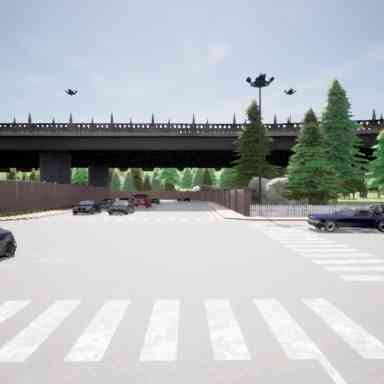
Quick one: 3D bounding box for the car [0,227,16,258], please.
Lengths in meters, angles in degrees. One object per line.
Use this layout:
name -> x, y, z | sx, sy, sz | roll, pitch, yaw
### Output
car -> -7.096, 1.555, 9.862 | 1.994, 1.385, 4.181 | 0, 0, 0

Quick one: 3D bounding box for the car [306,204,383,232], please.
car -> 9.050, 1.545, 18.893 | 4.718, 1.301, 1.895 | 0, 0, 1

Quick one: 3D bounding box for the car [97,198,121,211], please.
car -> -10.551, 1.526, 42.601 | 1.812, 1.442, 4.674 | 0, 0, 0

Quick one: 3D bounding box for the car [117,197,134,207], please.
car -> -10.549, 1.526, 52.782 | 1.812, 1.442, 4.674 | 0, 0, 0

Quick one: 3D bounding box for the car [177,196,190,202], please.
car -> -1.921, 1.553, 75.249 | 1.994, 1.385, 4.181 | 0, 0, -19

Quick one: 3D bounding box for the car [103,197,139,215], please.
car -> -7.049, 1.547, 33.610 | 2.033, 1.411, 5.357 | 0, 0, 0

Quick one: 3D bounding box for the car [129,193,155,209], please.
car -> -7.036, 1.225, 46.597 | 2.150, 2.045, 5.566 | 0, 0, 0

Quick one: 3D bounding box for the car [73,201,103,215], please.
car -> -10.575, 1.564, 33.886 | 1.994, 1.385, 4.181 | 0, 0, 0

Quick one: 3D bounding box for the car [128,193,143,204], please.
car -> -10.701, 1.221, 63.490 | 2.150, 2.045, 5.566 | 0, 0, -3

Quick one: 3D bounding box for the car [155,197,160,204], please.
car -> -7.014, 1.564, 61.101 | 1.994, 1.385, 4.181 | 0, 0, 0
